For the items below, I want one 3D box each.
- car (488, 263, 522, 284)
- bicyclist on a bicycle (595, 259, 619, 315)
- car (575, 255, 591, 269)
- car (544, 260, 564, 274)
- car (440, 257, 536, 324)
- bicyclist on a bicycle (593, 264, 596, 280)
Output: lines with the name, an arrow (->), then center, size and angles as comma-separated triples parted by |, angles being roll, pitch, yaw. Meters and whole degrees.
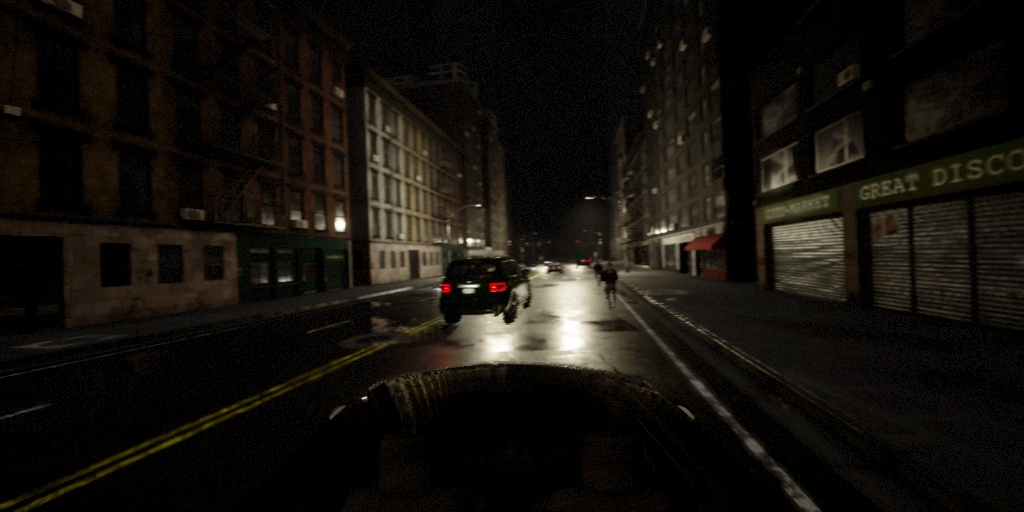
car -> -0.508, 1.442, 31.488 | 1.882, 1.535, 5.008 | -2, 0, 11
bicyclist on a bicycle -> 3.356, 1.066, 12.287 | 0.659, 1.776, 1.843 | -2, 0, 11
car -> 11.115, 0.908, 56.121 | 2.150, 2.045, 5.566 | -2, 0, 11
car -> 5.126, 1.373, 42.347 | 2.033, 1.411, 5.357 | -2, 0, 11
car -> -0.694, 1.069, 12.658 | 2.150, 2.045, 5.566 | -2, 0, 11
bicyclist on a bicycle -> 5.175, 1.061, 21.582 | 0.659, 1.776, 1.843 | -2, 0, 11
